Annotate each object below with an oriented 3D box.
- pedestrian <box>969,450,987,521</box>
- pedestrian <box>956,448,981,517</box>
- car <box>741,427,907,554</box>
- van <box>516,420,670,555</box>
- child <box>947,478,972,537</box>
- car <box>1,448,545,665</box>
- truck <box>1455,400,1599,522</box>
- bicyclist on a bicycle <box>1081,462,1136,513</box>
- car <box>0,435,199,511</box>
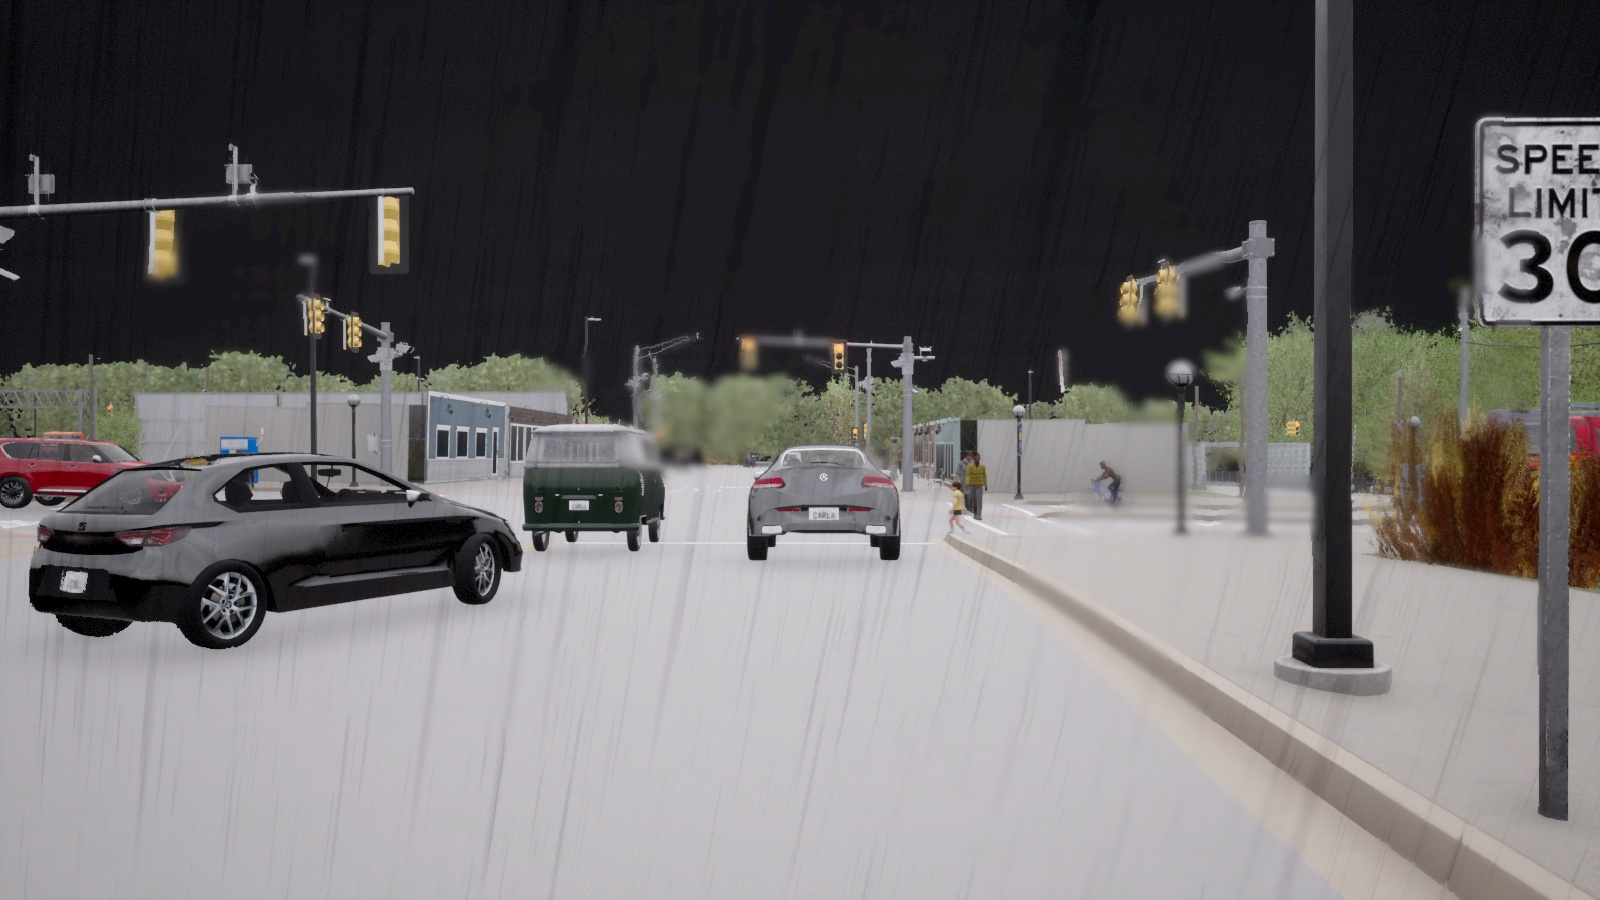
[{"bbox_3d":[4.703,0.935,33.187,0.431,1.840,0.709,0,1,3],"label":"pedestrian"},{"bbox_3d":[4.875,0.923,36.345,0.659,1.952,0.873,0,1,4],"label":"pedestrian"},{"bbox_3d":[0.350,0.588,18.883,2.152,1.651,5.027,0,-1,1],"label":"car"},{"bbox_3d":[-3.282,0.598,20.731,1.775,1.987,4.442,0,-1,0],"label":"van"},{"bbox_3d":[3.086,1.108,24.307,0.394,1.110,0.255,0,1,31],"label":"child"},{"bbox_3d":[-4.332,0.746,11.057,1.816,1.474,4.193,0,1,28],"label":"car"},{"bbox_3d":[26.457,0.438,42.345,8.468,3.827,2.891,1,-1,-22],"label":"truck"},{"bbox_3d":[10.250,1.247,41.787,1.656,1.620,0.582,1,-1,0],"label":"bicyclist on a bicycle"},{"bbox_3d":[-21.005,0.661,36.899,5.566,2.045,2.150,1,0,-3],"label":"car"}]
